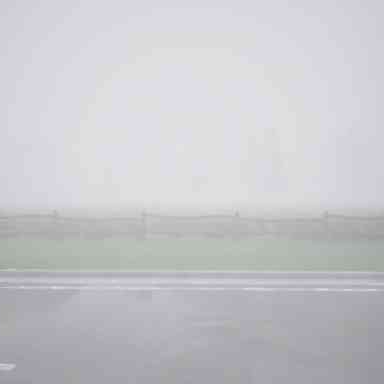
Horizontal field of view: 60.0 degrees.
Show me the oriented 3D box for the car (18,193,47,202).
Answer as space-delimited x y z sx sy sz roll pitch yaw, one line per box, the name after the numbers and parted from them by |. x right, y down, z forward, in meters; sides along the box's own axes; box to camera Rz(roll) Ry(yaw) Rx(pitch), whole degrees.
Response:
-29.015 1.092 60.491 4.605 1.855 1.932 0 0 1 | car
